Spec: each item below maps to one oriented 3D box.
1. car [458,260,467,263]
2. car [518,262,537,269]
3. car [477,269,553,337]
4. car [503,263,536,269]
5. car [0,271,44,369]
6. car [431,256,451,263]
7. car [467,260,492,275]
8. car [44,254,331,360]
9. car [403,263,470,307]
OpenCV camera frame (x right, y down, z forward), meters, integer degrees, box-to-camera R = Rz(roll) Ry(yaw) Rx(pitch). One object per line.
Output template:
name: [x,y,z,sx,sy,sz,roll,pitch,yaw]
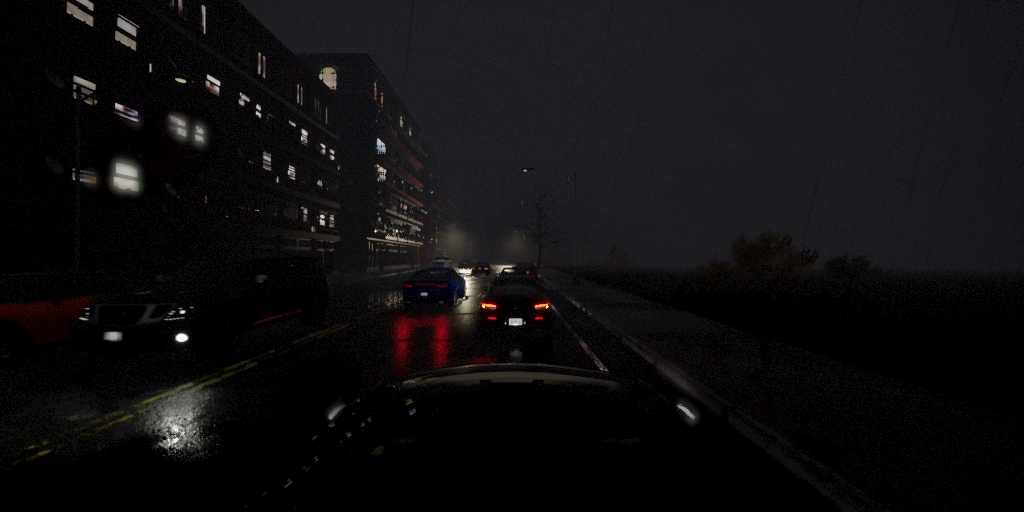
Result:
car: [-6.697,1.278,51.965,1.812,1.442,4.674,0,0,0]
car: [1.081,1.232,29.863,1.882,1.535,5.008,0,0,0]
car: [0.075,1.277,10.168,1.812,1.442,4.674,0,0,0]
car: [0.063,1.317,20.335,1.994,1.385,4.181,0,0,0]
car: [-9.863,1.103,7.488,2.097,1.767,4.553,0,0,0]
car: [-9.944,0.975,50.708,2.150,2.045,5.566,0,0,0]
car: [-3.226,1.301,38.295,2.033,1.411,5.357,0,0,0]
car: [-6.616,0.973,8.707,2.150,2.045,5.566,0,0,0]
car: [-3.179,1.230,15.446,1.882,1.535,5.008,0,0,0]
